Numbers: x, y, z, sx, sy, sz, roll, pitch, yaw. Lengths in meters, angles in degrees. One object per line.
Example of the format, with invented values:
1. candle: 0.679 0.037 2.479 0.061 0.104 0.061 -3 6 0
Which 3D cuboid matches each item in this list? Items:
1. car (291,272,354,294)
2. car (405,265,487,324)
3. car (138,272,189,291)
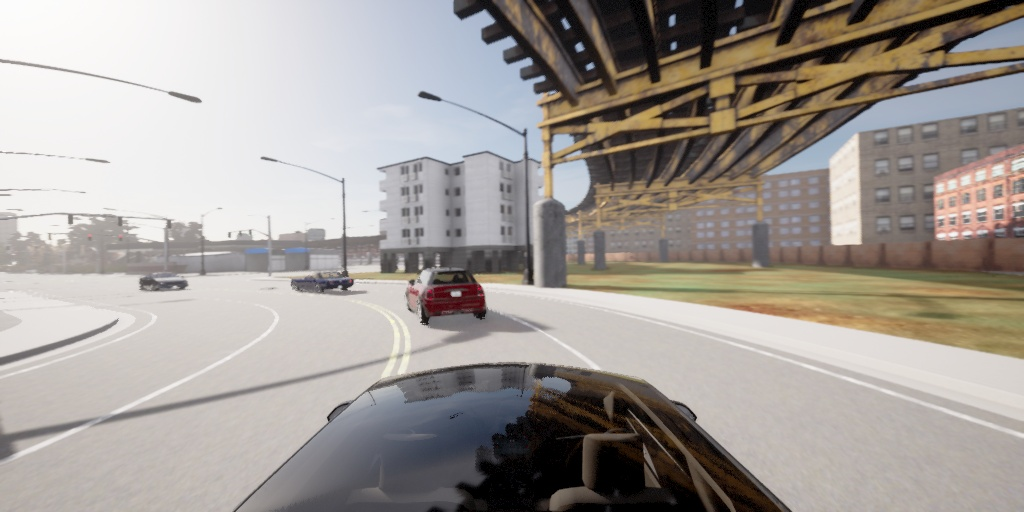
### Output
1. car: -12.593 1.705 23.672 4.718 1.301 1.895 -1 0 34
2. car: -2.516 1.194 12.825 2.097 1.767 4.553 -1 0 -23
3. car: -28.096 2.020 28.827 5.357 1.411 2.033 -1 0 31
